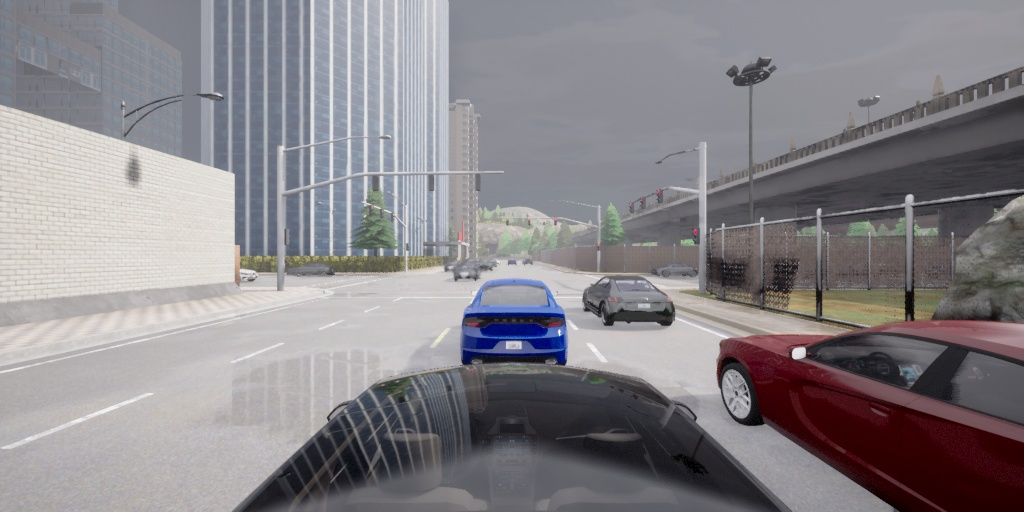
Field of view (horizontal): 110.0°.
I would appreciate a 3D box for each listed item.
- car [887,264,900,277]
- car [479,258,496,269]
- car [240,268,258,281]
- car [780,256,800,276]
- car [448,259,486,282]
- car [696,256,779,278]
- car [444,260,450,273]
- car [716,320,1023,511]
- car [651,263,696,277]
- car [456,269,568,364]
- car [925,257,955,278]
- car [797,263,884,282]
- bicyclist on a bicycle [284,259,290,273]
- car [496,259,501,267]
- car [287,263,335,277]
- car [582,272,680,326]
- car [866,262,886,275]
[{"bbox_3d":[35.557,1.331,35.466,4.674,1.442,1.812,0,0,0],"label":"car"},{"bbox_3d":[-3.588,1.102,47.111,2.097,1.767,4.553,0,0,0],"label":"car"},{"bbox_3d":[-22.633,1.331,28.189,4.674,1.442,1.812,0,0,0],"label":"car"},{"bbox_3d":[25.378,1.027,35.467,5.566,2.045,2.150,0,0,-1],"label":"car"},{"bbox_3d":[-3.594,1.270,29.421,2.128,1.511,4.902,0,0,0],"label":"car"},{"bbox_3d":[20.000,1.027,31.949,5.566,2.045,2.150,0,0,0],"label":"car"},{"bbox_3d":[-7.090,1.241,43.902,2.128,1.511,4.902,0,0,0],"label":"car"},{"bbox_3d":[3.601,1.228,2.685,1.882,1.535,5.008,0,0,0],"label":"car"},{"bbox_3d":[16.022,1.369,35.445,4.181,1.385,1.994,0,0,0],"label":"car"},{"bbox_3d":[0.054,1.228,8.019,1.882,1.535,5.008,0,0,1],"label":"car"},{"bbox_3d":[40.477,1.027,31.971,5.566,2.045,2.150,0,0,0],"label":"car"},{"bbox_3d":[25.805,1.406,28.253,4.718,1.301,1.895,0,0,0],"label":"car"},{"bbox_3d":[-25.294,1.106,40.146,0.582,1.620,1.656,0,0,0],"label":"bicyclist on a bicycle"},{"bbox_3d":[-3.559,1.297,62.062,2.033,1.411,5.357,0,0,0],"label":"car"},{"bbox_3d":[-19.888,1.369,35.607,4.181,1.385,1.994,0,0,-3],"label":"car"},{"bbox_3d":[3.576,1.314,11.679,1.994,1.385,4.181,0,0,0],"label":"car"},{"bbox_3d":[29.769,1.406,31.967,4.718,1.301,1.895,0,0,0],"label":"car"}]
